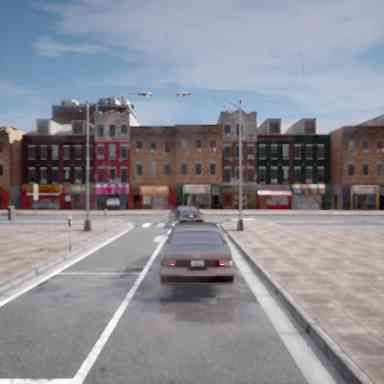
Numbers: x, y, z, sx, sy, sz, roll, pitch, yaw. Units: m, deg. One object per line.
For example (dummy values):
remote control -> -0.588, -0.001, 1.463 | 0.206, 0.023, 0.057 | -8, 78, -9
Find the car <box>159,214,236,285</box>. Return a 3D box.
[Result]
car -> 0.118, 1.585, 9.621 | 2.033, 1.411, 5.357 | 0, 0, 0

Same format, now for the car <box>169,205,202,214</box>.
car -> -0.552, 1.649, 24.099 | 2.033, 1.411, 5.357 | 0, 0, -11
